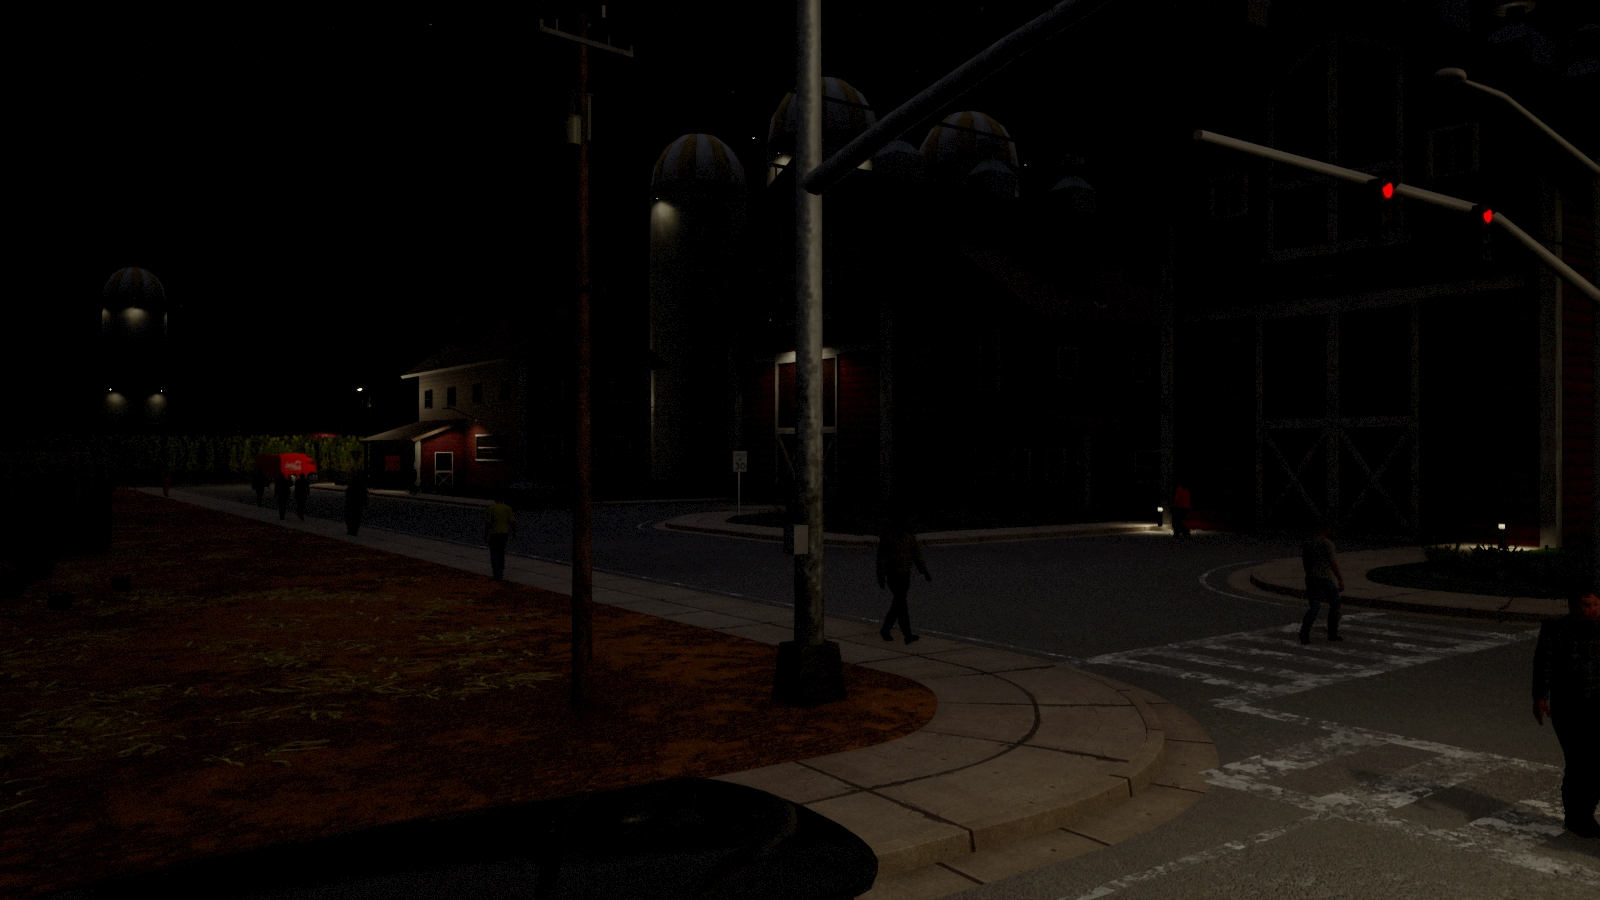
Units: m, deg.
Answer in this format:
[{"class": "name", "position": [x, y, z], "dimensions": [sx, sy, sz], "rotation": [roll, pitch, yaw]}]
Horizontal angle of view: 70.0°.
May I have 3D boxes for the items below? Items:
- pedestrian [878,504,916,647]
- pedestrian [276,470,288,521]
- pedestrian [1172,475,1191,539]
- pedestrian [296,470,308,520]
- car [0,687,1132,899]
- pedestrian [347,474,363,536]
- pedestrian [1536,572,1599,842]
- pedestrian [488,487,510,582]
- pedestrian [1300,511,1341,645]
[{"class": "pedestrian", "position": [1.304, 1.665, 15.330], "dimensions": [0.375, 1.860, 0.375], "rotation": [0, 0, -25]}, {"class": "pedestrian", "position": [-19.150, 1.665, 42.250], "dimensions": [0.375, 1.860, 0.375], "rotation": [0, 0, -26]}, {"class": "pedestrian", "position": [11.267, 1.685, 33.716], "dimensions": [0.375, 1.860, 0.375], "rotation": [0, 0, -36]}, {"class": "pedestrian", "position": [-18.565, 1.664, 42.575], "dimensions": [0.375, 1.860, 0.375], "rotation": [0, 0, -27]}, {"class": "car", "position": [-1.537, 1.905, 2.746], "dimensions": [4.553, 1.767, 2.097], "rotation": [0, 0, -35]}, {"class": "pedestrian", "position": [-13.453, 1.665, 34.538], "dimensions": [0.375, 1.860, 0.375], "rotation": [0, 0, -32]}, {"class": "pedestrian", "position": [5.610, 1.831, 8.229], "dimensions": [0.375, 1.860, 0.375], "rotation": [0, 0, 2]}, {"class": "pedestrian", "position": [-5.980, 1.668, 22.692], "dimensions": [0.375, 1.860, 0.375], "rotation": [0, 0, -24]}, {"class": "pedestrian", "position": [7.446, 1.812, 16.356], "dimensions": [0.375, 1.860, 0.375], "rotation": [0, 0, -27]}]
